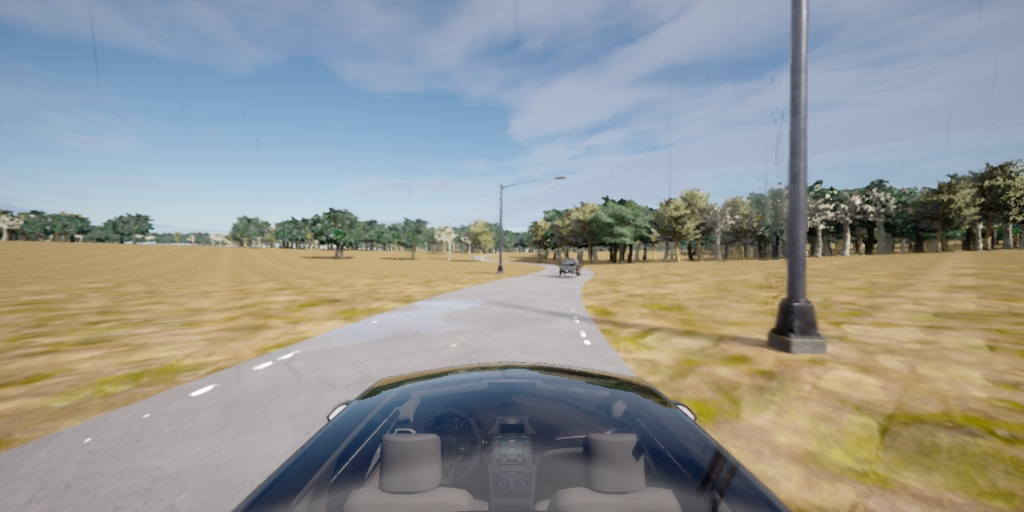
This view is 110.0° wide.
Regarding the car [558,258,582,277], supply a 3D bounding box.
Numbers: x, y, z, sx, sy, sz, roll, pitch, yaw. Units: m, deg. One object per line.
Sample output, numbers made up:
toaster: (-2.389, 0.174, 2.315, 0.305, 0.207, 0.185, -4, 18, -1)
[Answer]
car: (5.761, 1.152, 35.109, 2.128, 1.511, 4.902, 1, 0, 17)
